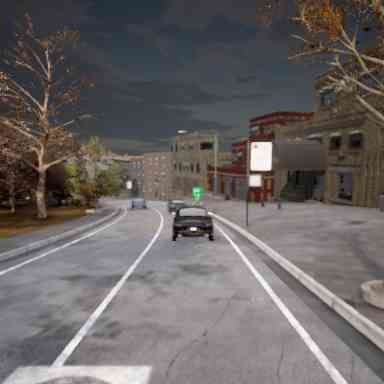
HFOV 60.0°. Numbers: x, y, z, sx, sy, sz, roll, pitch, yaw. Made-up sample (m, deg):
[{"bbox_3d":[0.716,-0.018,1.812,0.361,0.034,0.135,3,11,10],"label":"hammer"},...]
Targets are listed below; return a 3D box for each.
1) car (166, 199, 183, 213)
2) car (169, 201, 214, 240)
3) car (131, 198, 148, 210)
[{"bbox_3d":[-1.654,1.445,34.857,1.812,1.442,4.674,-1,0,-8],"label":"car"},{"bbox_3d":[-0.019,1.443,16.806,1.882,1.535,5.008,0,0,-2],"label":"car"},{"bbox_3d":[-6.905,1.512,42.949,1.812,1.442,4.674,-1,0,-13],"label":"car"}]
